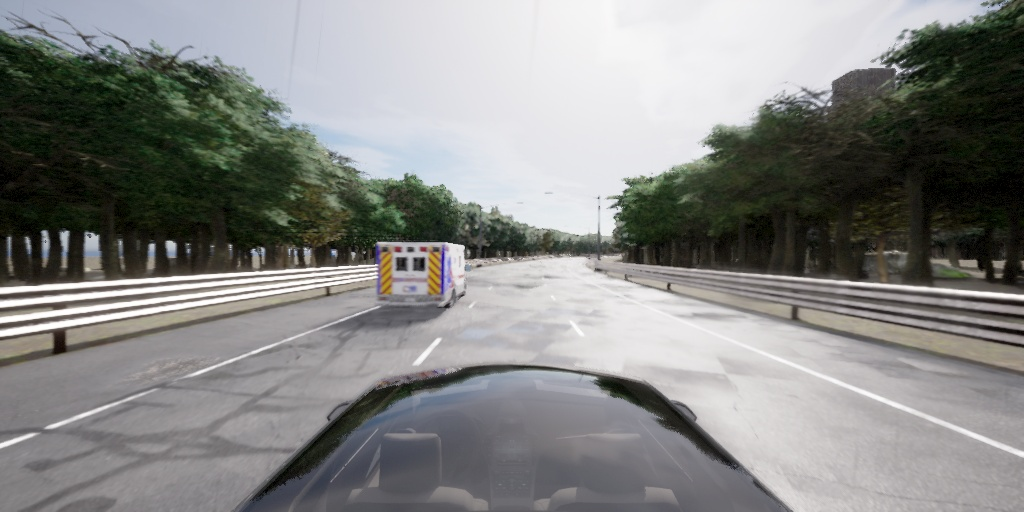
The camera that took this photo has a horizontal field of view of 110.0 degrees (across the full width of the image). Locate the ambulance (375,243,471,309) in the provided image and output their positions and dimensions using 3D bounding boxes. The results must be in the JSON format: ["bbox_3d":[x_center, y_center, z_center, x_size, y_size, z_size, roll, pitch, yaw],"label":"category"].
[{"bbox_3d":[-3.279,0.776,14.763,2.351,2.431,6.366,0,0,2],"label":"ambulance"}]
